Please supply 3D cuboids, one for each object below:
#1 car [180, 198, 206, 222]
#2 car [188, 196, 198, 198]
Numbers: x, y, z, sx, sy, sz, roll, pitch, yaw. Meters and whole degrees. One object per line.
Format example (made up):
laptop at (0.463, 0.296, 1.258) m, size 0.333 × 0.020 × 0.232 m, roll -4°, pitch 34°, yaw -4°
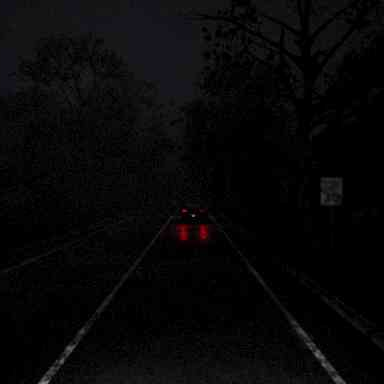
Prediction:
car at (0.091, 1.476, 25.785) m, size 1.812 × 1.442 × 4.674 m, roll 0°, pitch 0°, yaw 0°
car at (0.086, 1.339, 42.029) m, size 2.097 × 1.767 × 4.553 m, roll 0°, pitch -1°, yaw 0°
